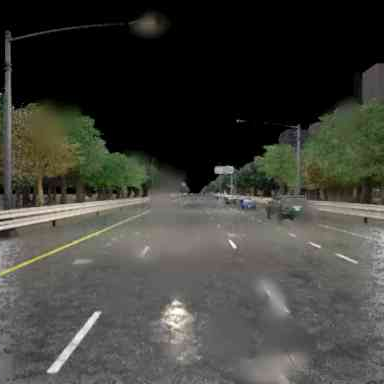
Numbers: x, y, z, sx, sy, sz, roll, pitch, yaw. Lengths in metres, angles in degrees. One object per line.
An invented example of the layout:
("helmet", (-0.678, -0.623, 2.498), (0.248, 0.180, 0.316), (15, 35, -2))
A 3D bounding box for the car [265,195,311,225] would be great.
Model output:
("car", (7.030, 1.249, 24.775), (2.150, 2.045, 5.566), (0, 0, 0))

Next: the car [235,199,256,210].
("car", (7.096, 1.594, 43.374), (1.812, 1.442, 4.674), (0, 0, 0))

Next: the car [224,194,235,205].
("car", (7.208, 1.626, 63.031), (1.812, 1.442, 4.674), (0, 0, 0))
